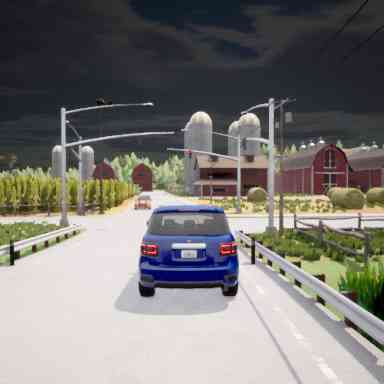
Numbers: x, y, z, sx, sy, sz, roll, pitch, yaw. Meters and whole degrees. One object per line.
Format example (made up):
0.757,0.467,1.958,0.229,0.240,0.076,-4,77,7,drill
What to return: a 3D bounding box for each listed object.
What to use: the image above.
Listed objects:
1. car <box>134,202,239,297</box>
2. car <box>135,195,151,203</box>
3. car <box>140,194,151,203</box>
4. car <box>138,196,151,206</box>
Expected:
-0.109,1.365,9.053,2.150,2.045,5.566,0,-2,-1,car
-6.390,1.335,43.508,2.097,1.767,4.553,0,1,-7,car
-8.927,1.222,63.774,1.994,1.385,4.181,0,1,-7,car
-7.602,1.392,53.170,1.994,1.385,4.181,0,1,-8,car
